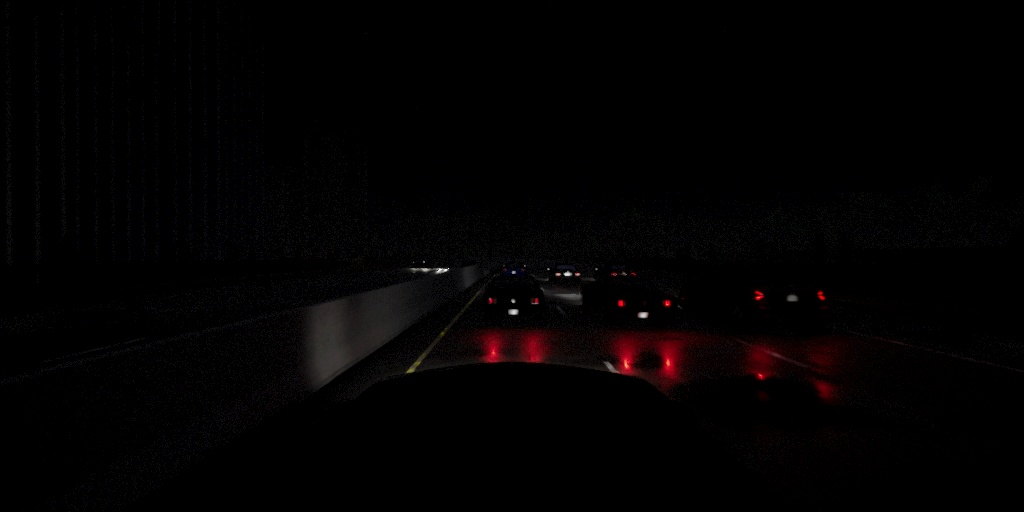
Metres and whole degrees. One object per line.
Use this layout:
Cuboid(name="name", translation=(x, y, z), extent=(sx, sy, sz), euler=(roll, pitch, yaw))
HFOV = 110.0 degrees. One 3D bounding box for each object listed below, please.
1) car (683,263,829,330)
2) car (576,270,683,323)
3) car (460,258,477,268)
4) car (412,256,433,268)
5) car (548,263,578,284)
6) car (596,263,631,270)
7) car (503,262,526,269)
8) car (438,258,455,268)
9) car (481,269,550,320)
Cuboid(name="car", translation=(7.055, 1.057, 11.119), extent=(2.097, 1.767, 4.553), euler=(0, 0, 1))
Cuboid(name="car", translation=(3.561, 1.301, 11.904), extent=(1.895, 1.301, 4.718), euler=(0, 0, 0))
Cuboid(name="car", translation=(-6.319, 1.045, 53.159), extent=(2.033, 1.411, 5.357), euler=(0, 0, 2))
Cuboid(name="car", translation=(-13.313, 0.848, 53.468), extent=(2.097, 1.767, 4.553), euler=(0, 0, 2))
Cuboid(name="car", translation=(3.592, 1.183, 25.163), extent=(2.033, 1.411, 5.357), euler=(0, 0, 1))
Cuboid(name="car", translation=(7.093, 1.183, 25.157), extent=(2.033, 1.411, 5.357), euler=(0, 0, 1))
Cuboid(name="car", translation=(0.187, 1.179, 29.251), extent=(1.994, 1.385, 4.181), euler=(0, 0, 1))
Cuboid(name="car", translation=(-9.796, 0.986, 53.930), extent=(2.128, 1.511, 4.902), euler=(0, 0, 2))
Cuboid(name="car", translation=(0.065, 1.298, 12.434), extent=(1.895, 1.301, 4.718), euler=(0, 0, 0))
